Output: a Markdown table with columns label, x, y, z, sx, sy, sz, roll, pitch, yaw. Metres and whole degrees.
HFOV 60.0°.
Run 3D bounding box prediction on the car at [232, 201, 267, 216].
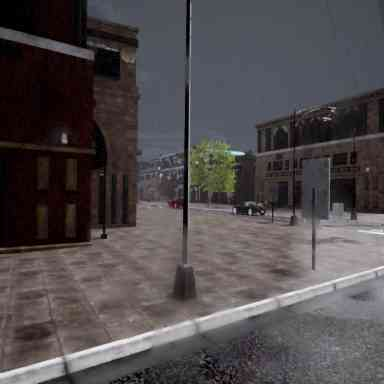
| label | x | y | z | sx | sy | sz | roll | pitch | yaw |
| --- | --- | --- | --- | --- | --- | --- | --- | --- | --- |
| car | 5.764 | 1.628 | 33.747 | 2.008 | 1.369 | 4.403 | 1 | -1 | -27 |

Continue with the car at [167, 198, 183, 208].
| label | x | y | z | sx | sy | sz | roll | pitch | yaw |
| --- | --- | --- | --- | --- | --- | --- | --- | --- | --- |
| car | -2.180 | 1.627 | 49.292 | 1.887 | 1.381 | 4.507 | 1 | -1 | -27 |

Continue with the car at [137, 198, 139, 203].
| label | x | y | z | sx | sy | sz | roll | pitch | yaw |
| --- | --- | --- | --- | --- | --- | --- | --- | --- | --- |
| car | -12.206 | 1.671 | 68.990 | 1.802 | 1.307 | 4.206 | 1 | -1 | -27 |
